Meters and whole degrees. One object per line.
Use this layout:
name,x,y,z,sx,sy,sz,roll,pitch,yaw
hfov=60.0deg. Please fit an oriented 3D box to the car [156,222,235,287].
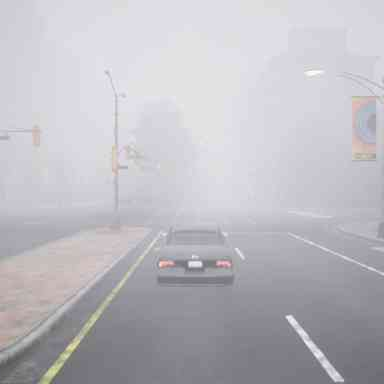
car,0.085,1.556,9.450,2.033,1.411,5.357,0,0,0

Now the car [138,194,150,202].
car,-11.405,1.428,79.504,2.097,1.767,4.553,0,0,0

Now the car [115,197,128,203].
car,-14.667,1.658,69.374,1.895,1.301,4.718,0,0,0

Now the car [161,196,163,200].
car,-7.907,1.571,77.734,1.837,1.490,4.892,0,0,0

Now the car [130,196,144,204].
car,-11.418,1.589,69.492,2.128,1.511,4.902,0,0,0

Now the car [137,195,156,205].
car,-8.002,1.618,58.887,1.994,1.385,4.181,0,0,1

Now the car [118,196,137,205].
car,-11.498,1.546,59.571,2.128,1.511,4.902,0,0,0

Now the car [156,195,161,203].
car,-7.938,1.587,67.404,1.812,1.442,4.674,0,0,1
